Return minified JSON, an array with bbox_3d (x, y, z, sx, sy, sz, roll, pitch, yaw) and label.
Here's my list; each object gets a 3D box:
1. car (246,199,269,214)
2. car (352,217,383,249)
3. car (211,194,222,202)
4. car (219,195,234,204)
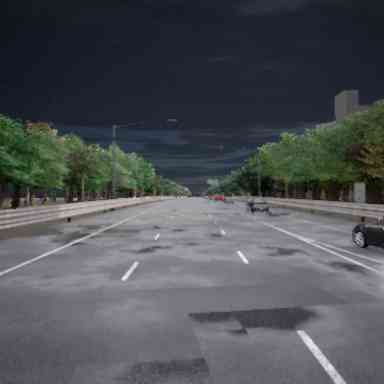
[{"bbox_3d":[6.994,1.497,35.879,2.128,1.511,4.902,0,0,0],"label":"car"},{"bbox_3d":[7.771,1.516,11.936,1.837,1.490,4.892,0,0,-7],"label":"car"},{"bbox_3d":[7.193,1.583,90.463,2.150,2.045,5.566,0,-1,0],"label":"car"},{"bbox_3d":[7.059,1.647,65.436,2.033,1.411,5.357,0,0,0],"label":"car"}]
